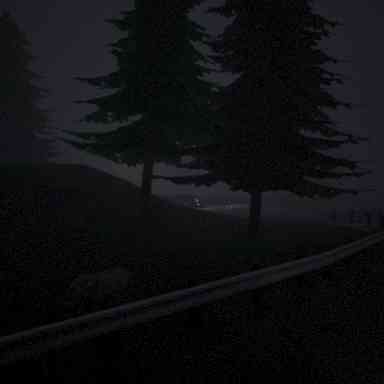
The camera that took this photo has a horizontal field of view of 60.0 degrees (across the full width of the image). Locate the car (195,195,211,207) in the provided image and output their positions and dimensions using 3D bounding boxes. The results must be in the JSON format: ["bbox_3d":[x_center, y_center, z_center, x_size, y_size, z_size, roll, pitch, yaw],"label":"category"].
[{"bbox_3d":[-0.402,0.984,40.538,4.553,1.767,2.097,0,1,38],"label":"car"}]

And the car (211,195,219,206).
[{"bbox_3d":[0.779,1.184,44.063,4.718,1.301,1.895,0,1,38],"label":"car"}]

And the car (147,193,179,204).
[{"bbox_3d":[-4.606,1.019,52.794,4.902,1.511,2.128,0,1,38],"label":"car"}]

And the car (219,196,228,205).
[{"bbox_3d":[3.011,1.083,46.757,5.357,1.411,2.033,0,1,38],"label":"car"}]

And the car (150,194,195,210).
[{"bbox_3d":[-2.471,1.184,37.715,4.892,1.490,1.837,0,1,38],"label":"car"}]
